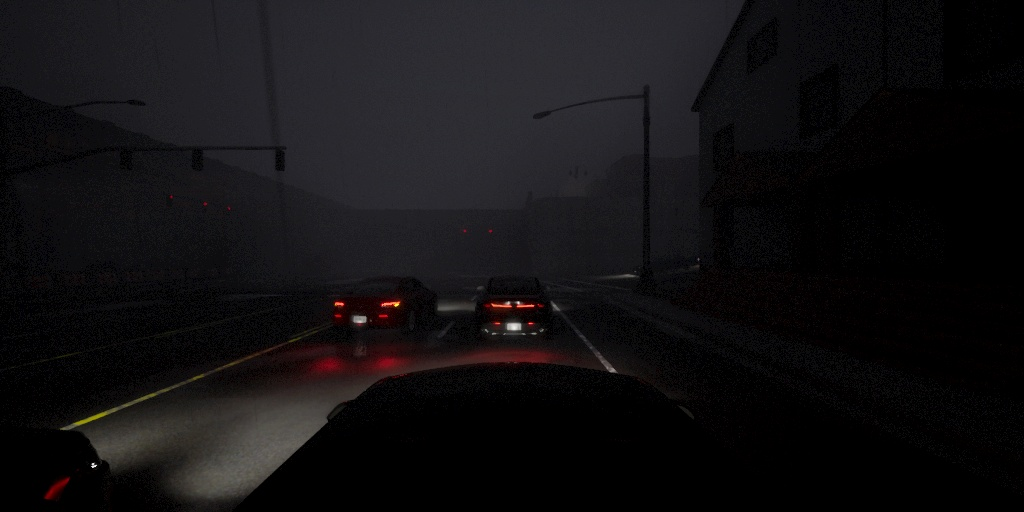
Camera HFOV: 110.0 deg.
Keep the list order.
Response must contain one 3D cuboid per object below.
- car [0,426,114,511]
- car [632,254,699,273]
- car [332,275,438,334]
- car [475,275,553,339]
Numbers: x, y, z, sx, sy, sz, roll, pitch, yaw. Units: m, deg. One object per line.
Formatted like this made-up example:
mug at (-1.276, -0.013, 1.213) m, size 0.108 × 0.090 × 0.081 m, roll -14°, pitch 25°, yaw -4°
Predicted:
car at (-3.401, 1.255, 0.168) m, size 1.837 × 1.490 × 4.892 m, roll 0°, pitch 0°, yaw 0°
car at (13.035, 0.603, 30.422) m, size 5.357 × 1.411 × 2.033 m, roll -7°, pitch 0°, yaw -1°
car at (-3.451, 1.276, 10.451) m, size 1.812 × 1.442 × 4.674 m, roll 0°, pitch 0°, yaw 0°
car at (0.044, 1.255, 10.034) m, size 1.837 × 1.490 × 4.892 m, roll 0°, pitch 0°, yaw 0°
